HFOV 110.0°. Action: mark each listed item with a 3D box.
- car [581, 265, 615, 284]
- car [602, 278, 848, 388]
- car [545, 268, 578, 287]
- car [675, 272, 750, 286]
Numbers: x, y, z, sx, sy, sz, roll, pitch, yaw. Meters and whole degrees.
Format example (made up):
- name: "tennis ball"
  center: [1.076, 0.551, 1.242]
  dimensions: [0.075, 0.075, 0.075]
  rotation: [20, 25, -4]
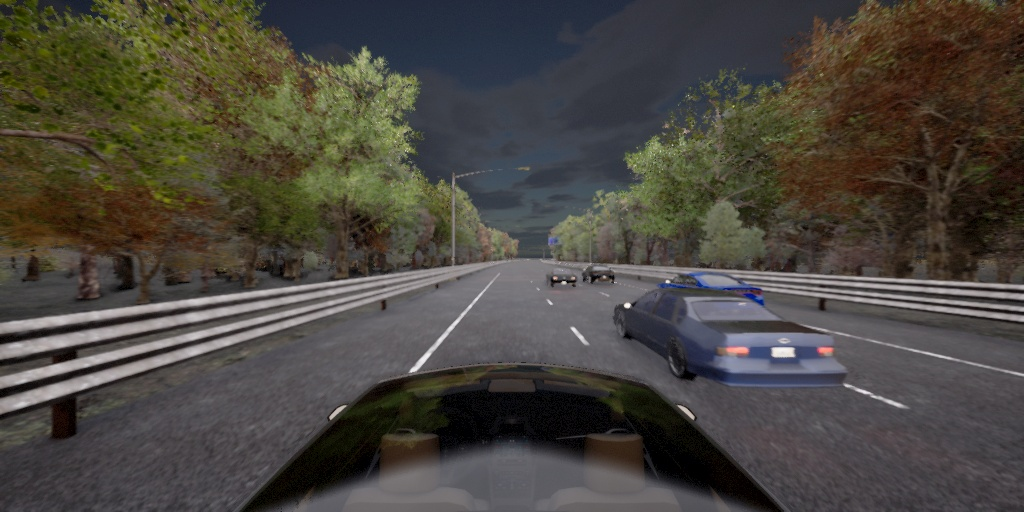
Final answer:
- name: "car"
  center: [7.090, 1.491, 29.954]
  dimensions: [1.882, 1.535, 5.008]
  rotation: [0, -1, 0]
- name: "car"
  center: [3.599, 1.350, 7.276]
  dimensions: [2.033, 1.411, 5.357]
  rotation: [0, -1, 0]
- name: "car"
  center: [3.592, 1.586, 26.930]
  dimensions: [1.895, 1.301, 4.718]
  rotation: [0, -1, 0]
- name: "car"
  center: [7.097, 1.339, 13.528]
  dimensions: [1.882, 1.535, 5.008]
  rotation: [0, -1, 0]
